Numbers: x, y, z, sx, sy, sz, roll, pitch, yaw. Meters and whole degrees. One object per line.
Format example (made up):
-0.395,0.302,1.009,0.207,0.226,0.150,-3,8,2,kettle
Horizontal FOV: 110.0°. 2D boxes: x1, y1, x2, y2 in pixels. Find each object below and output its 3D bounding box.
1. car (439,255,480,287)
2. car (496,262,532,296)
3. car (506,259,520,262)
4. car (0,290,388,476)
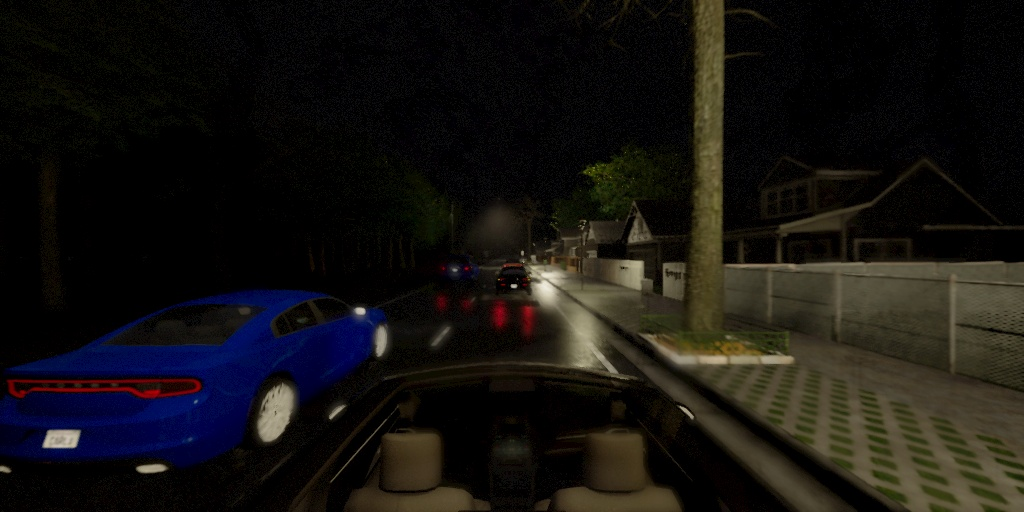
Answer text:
-3.406,0.940,24.084,2.150,2.045,5.566,0,0,0,car
0.095,1.252,19.222,1.812,1.442,4.674,0,0,0,car
0.089,1.042,36.620,2.097,1.767,4.553,0,0,0,car
-3.400,1.224,5.182,1.882,1.535,5.008,0,0,0,car
